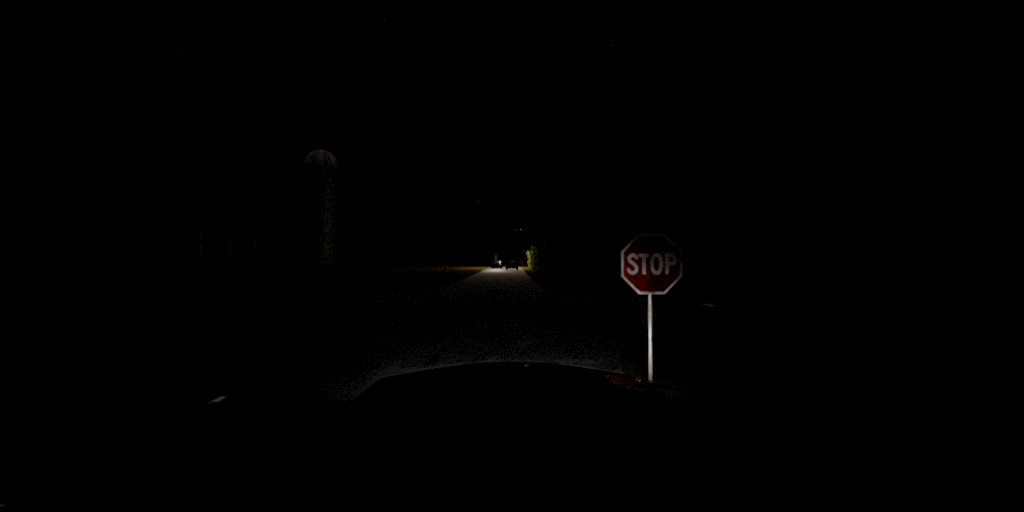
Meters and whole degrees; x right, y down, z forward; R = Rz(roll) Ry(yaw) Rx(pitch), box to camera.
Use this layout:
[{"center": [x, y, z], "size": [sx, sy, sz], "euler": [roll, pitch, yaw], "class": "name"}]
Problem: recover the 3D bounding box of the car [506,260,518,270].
[{"center": [0.015, 1.474, 61.341], "size": [2.097, 1.767, 4.553], "euler": [0, 0, 0], "class": "car"}]
